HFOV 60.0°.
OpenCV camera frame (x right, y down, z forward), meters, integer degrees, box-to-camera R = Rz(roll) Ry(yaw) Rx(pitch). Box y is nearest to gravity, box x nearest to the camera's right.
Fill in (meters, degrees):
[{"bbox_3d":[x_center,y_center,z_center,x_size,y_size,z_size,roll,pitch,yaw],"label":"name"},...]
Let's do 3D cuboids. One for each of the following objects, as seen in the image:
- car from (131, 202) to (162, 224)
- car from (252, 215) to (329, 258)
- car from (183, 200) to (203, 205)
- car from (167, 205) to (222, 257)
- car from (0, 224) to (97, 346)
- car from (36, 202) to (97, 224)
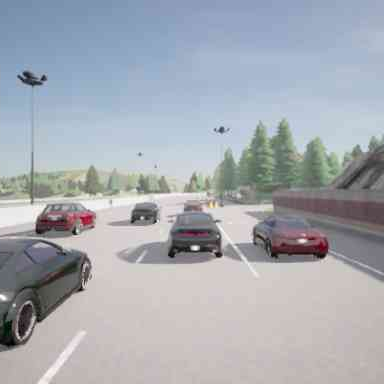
[{"bbox_3d":[-3.397,1.509,25.114,1.837,1.490,4.892,0,0,0],"label":"car"},{"bbox_3d":[3.602,1.567,12.861,1.994,1.385,4.181,0,0,0],"label":"car"},{"bbox_3d":[0.106,1.529,32.301,1.812,1.442,4.674,0,0,0],"label":"car"},{"bbox_3d":[0.101,1.508,13.002,1.837,1.490,4.892,0,0,0],"label":"car"},{"bbox_3d":[-3.397,1.565,6.330,1.994,1.385,4.181,0,0,0],"label":"car"},{"bbox_3d":[-6.898,1.352,18.764,2.097,1.767,4.553,0,0,0],"label":"car"}]
